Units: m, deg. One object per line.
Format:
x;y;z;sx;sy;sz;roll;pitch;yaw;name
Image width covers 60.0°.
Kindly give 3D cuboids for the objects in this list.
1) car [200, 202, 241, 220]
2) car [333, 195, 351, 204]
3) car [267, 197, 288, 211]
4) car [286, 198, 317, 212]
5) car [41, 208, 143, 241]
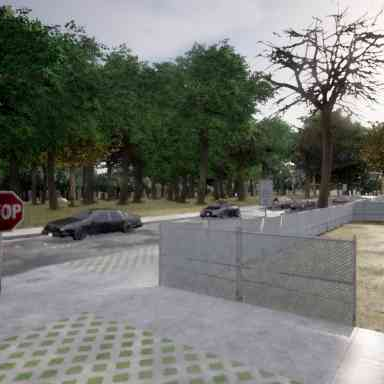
2.413;1.534;27.584;1.994;1.385;4.181;2;2;36;car
23.231;1.128;51.519;1.994;1.385;4.181;2;2;36;car
10.380;1.301;38.617;1.812;1.442;4.674;2;2;36;car
12.331;1.459;36.338;1.895;1.301;4.718;2;2;36;car
-4.928;1.576;17.362;2.033;1.411;5.357;2;1;36;car
